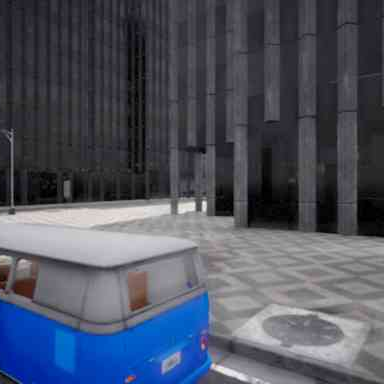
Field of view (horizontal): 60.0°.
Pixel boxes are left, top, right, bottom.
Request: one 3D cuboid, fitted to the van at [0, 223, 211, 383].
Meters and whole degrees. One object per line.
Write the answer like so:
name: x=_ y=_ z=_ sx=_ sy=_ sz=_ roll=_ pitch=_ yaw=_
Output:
van: x=-1.699 y=1.356 z=4.183 sx=3.998 sy=1.788 sz=1.690 roll=0 pitch=0 yaw=36
